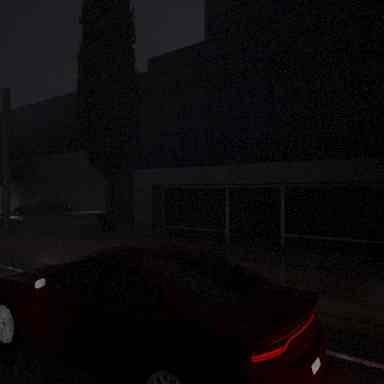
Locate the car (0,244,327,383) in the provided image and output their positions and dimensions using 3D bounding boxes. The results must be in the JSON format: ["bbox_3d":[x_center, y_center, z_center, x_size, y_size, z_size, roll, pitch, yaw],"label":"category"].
[{"bbox_3d":[-0.846,1.478,4.589,5.008,1.535,1.882,0,0,35],"label":"car"}]

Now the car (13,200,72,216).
[{"bbox_3d":[-14.686,1.547,32.988,2.033,1.411,5.357,0,0,36],"label":"car"}]
